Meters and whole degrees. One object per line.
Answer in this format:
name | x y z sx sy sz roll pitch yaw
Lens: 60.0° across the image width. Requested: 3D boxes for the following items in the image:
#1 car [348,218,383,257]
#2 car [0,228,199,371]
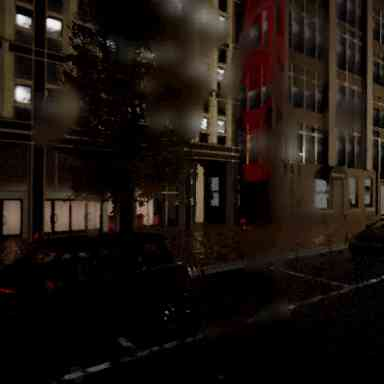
car | 7.244 1.550 11.714 4.206 1.307 1.802 0 1 -35
car | -1.966 1.438 5.143 4.097 1.590 1.967 0 1 -35
